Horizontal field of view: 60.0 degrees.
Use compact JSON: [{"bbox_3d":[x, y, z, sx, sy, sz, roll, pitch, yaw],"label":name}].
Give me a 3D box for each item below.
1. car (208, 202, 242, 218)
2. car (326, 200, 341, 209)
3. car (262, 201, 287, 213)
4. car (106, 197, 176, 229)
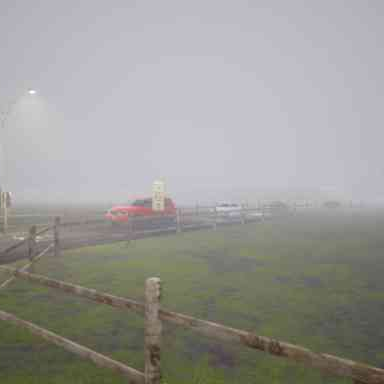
[{"bbox_3d":[3.452,1.781,33.016,1.812,1.442,4.674,0,0,36],"label":"car"},{"bbox_3d":[23.316,2.058,55.209,1.837,1.490,4.892,0,0,36],"label":"car"},{"bbox_3d":[10.739,1.864,42.937,2.128,1.511,4.902,0,0,37],"label":"car"},{"bbox_3d":[-3.439,1.376,23.599,2.150,2.045,5.566,0,-1,36],"label":"car"}]
